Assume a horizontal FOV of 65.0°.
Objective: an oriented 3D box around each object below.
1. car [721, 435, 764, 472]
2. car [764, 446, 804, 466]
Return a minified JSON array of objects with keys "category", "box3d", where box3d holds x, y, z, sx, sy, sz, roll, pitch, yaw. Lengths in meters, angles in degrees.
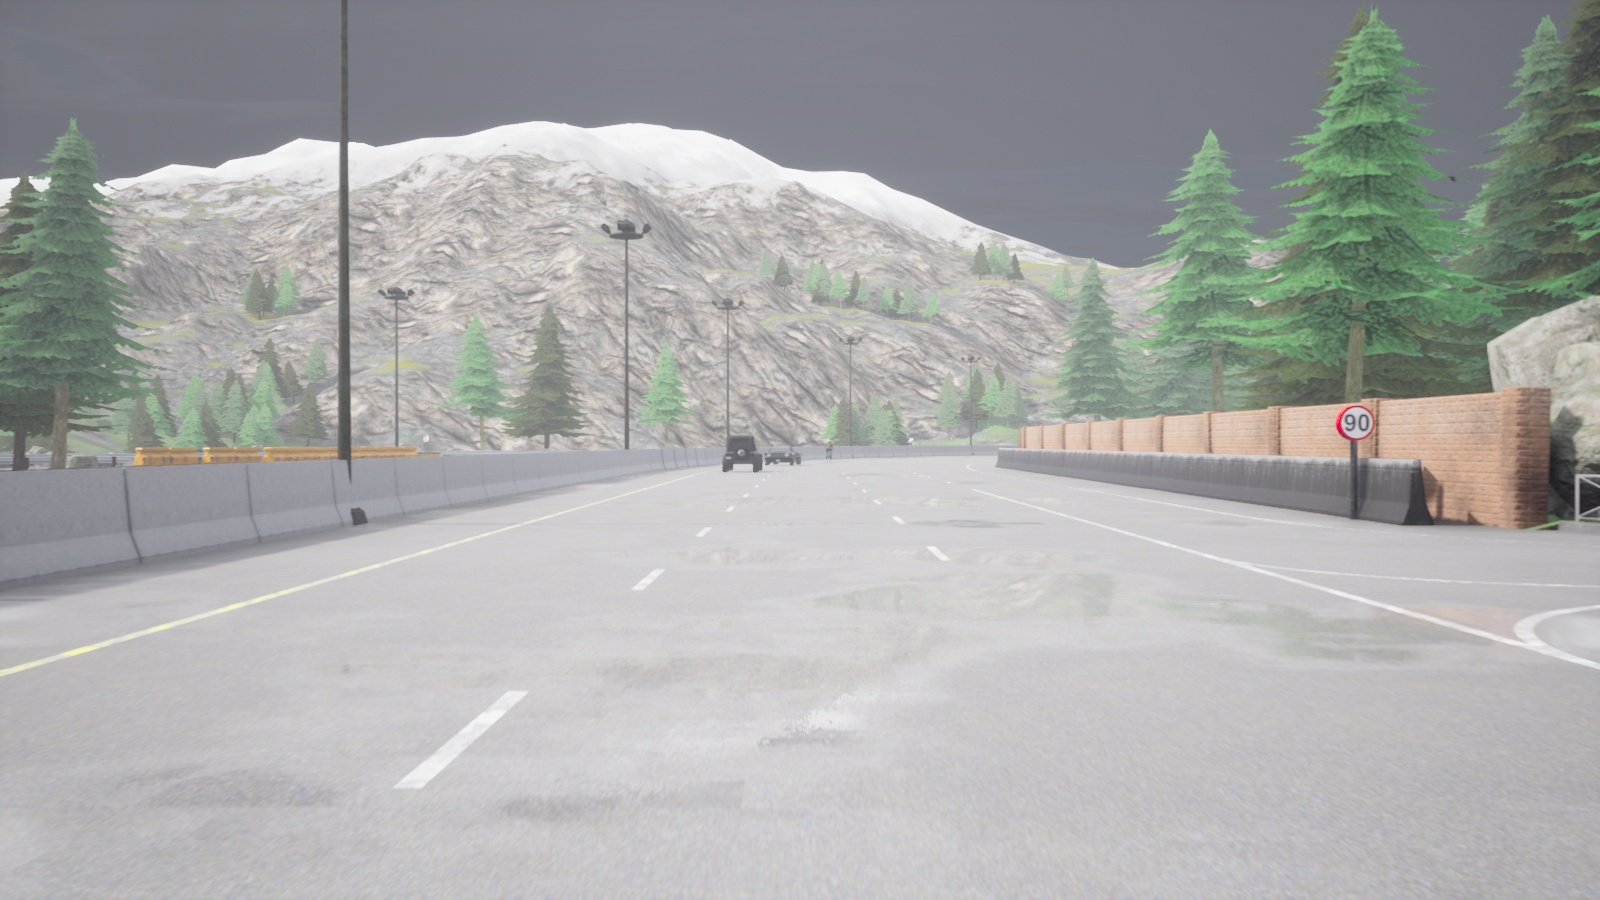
[{"category":"car","box3d":[-2.975,0.170,65.718,1.905,1.878,3.866,0,0,2]},{"category":"car","box3d":[-1.052,0.372,84.143,1.895,1.301,4.718,0,0,9]}]
